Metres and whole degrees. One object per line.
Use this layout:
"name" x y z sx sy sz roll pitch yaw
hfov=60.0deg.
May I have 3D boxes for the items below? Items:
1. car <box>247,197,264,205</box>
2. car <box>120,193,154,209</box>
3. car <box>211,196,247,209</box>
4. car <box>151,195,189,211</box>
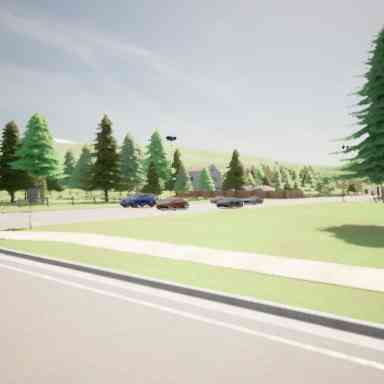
"car" 10.917 1.514 58.963 2.033 1.411 5.357 0 0 36
"car" -7.389 1.178 45.960 2.150 2.045 5.566 0 0 36
"car" 5.121 1.449 45.268 1.882 1.535 5.008 0 0 36
"car" -2.360 1.444 40.983 1.882 1.535 5.008 0 0 36
